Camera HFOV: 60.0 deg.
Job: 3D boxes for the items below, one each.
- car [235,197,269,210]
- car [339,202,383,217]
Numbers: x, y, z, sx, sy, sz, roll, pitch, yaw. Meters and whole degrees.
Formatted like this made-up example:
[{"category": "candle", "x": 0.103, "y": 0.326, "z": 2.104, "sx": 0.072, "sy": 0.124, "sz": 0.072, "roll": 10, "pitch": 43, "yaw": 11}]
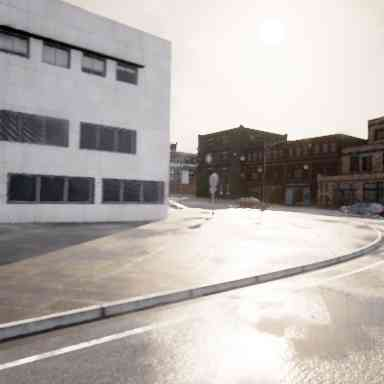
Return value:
[{"category": "car", "x": 7.626, "y": 1.412, "z": 42.511, "sx": 1.882, "sy": 1.535, "sz": 5.008, "roll": 2, "pitch": 0, "yaw": -35}, {"category": "car", "x": 17.141, "y": 1.694, "z": 32.965, "sx": 2.033, "sy": 1.411, "sz": 5.357, "roll": 2, "pitch": 0, "yaw": -17}]
